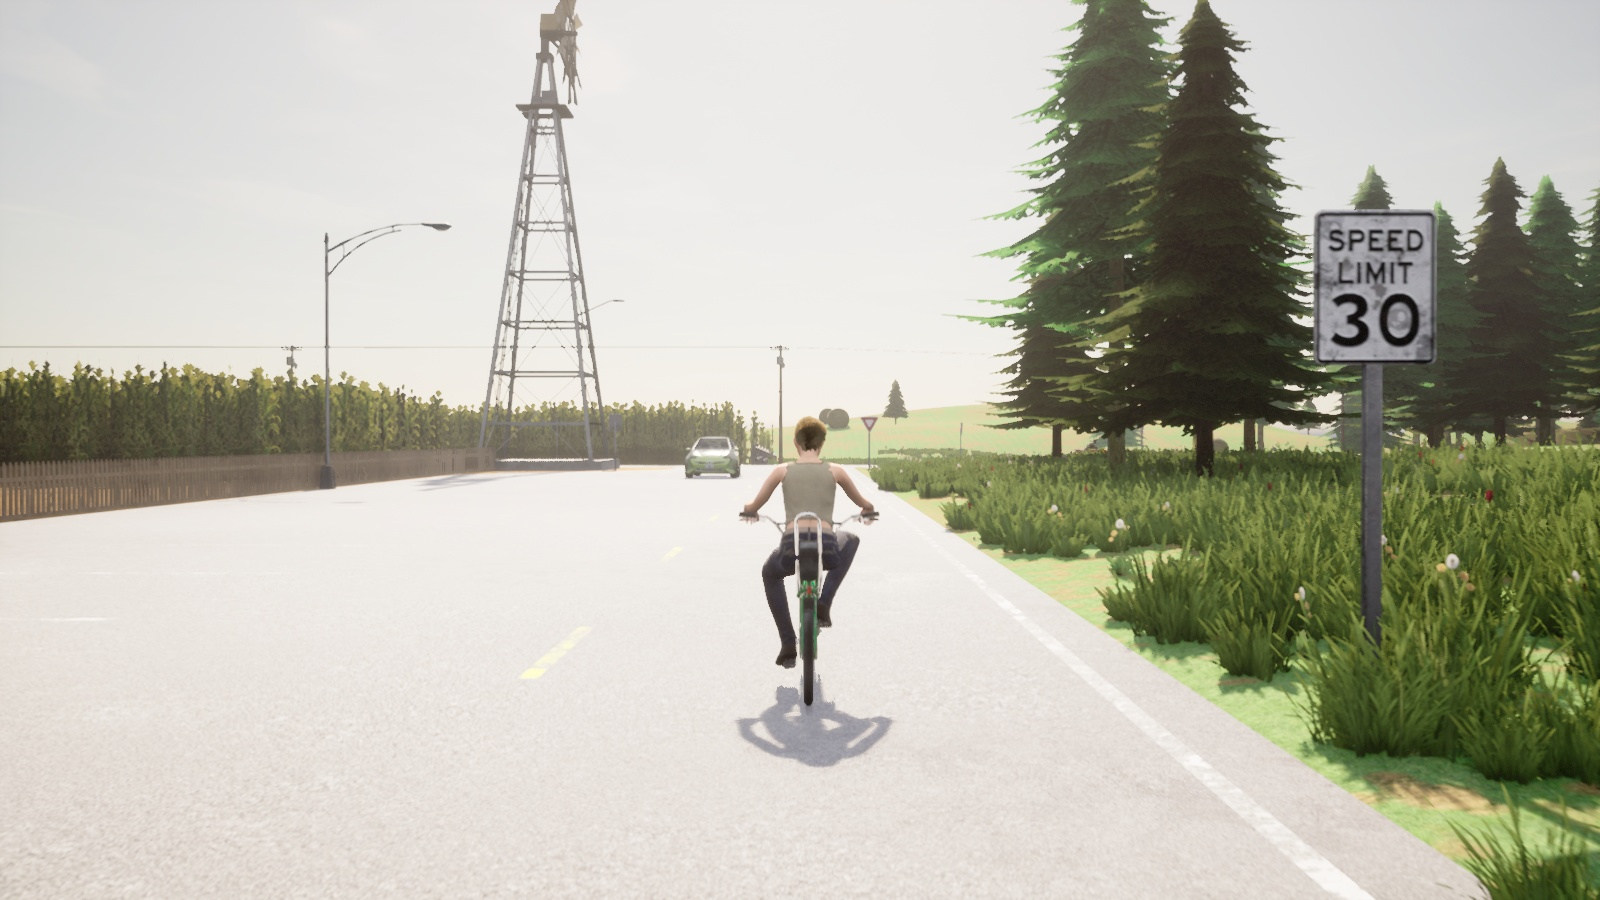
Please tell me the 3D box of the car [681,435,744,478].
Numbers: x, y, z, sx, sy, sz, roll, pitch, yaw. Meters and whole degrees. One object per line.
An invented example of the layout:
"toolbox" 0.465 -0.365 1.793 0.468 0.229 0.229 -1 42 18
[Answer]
"car" -3.214 0.212 46.954 2.007 1.525 4.514 0 1 0

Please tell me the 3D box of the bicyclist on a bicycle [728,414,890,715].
"bicyclist on a bicycle" 0.054 0.606 7.470 0.866 1.612 1.509 0 0 1
